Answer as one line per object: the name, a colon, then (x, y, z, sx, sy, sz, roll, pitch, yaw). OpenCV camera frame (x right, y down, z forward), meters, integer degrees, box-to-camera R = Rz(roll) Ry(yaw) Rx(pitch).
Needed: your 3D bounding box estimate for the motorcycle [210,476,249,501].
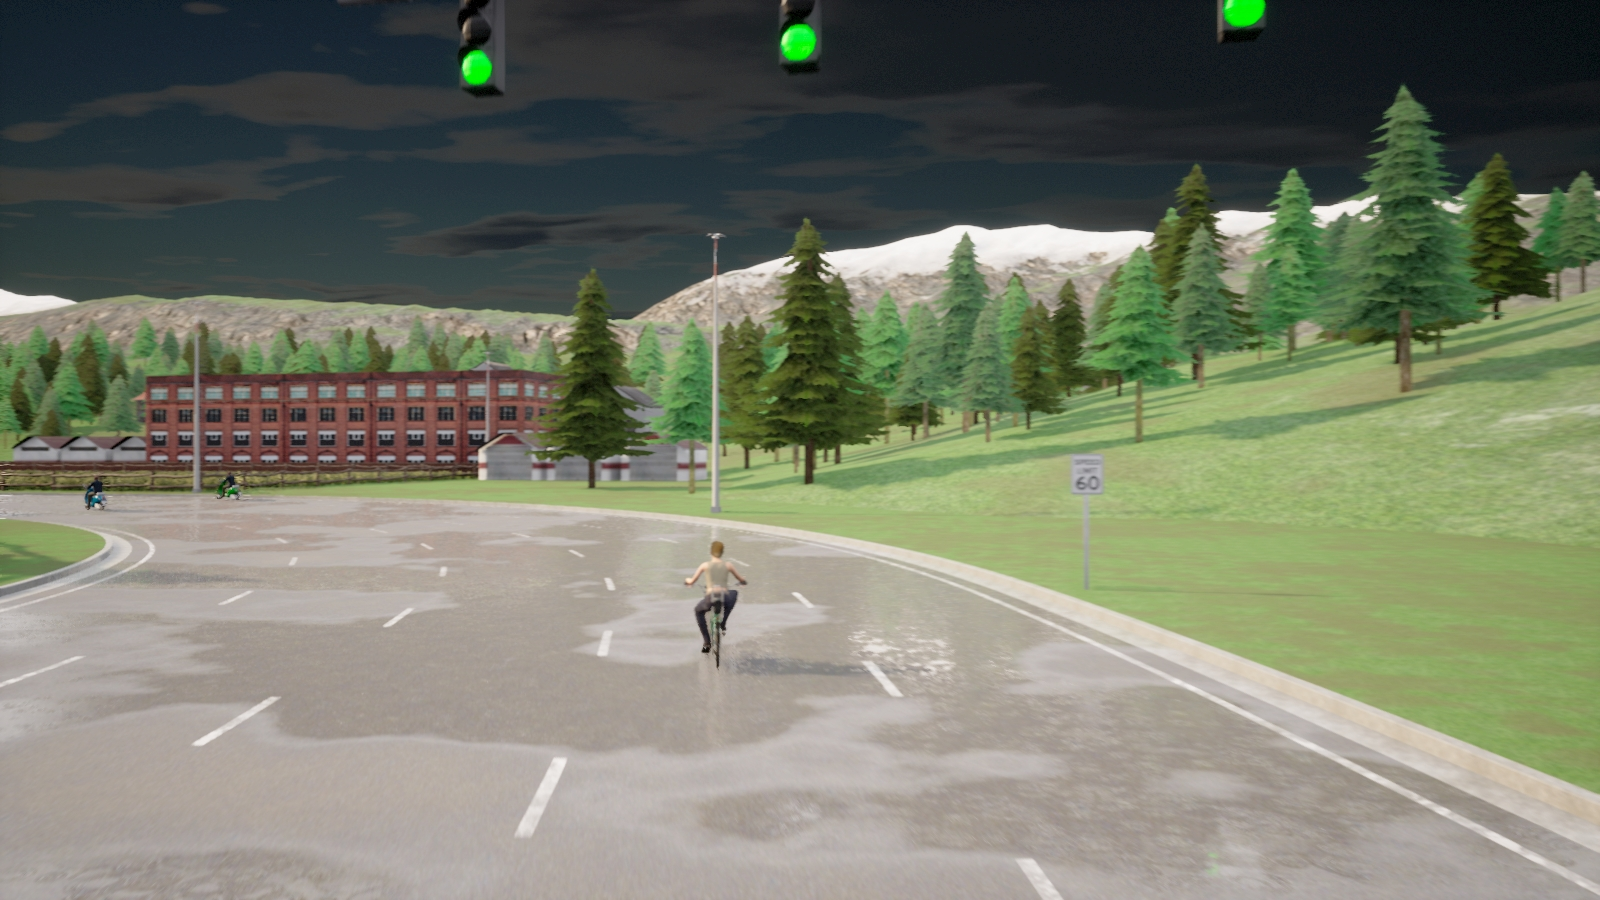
motorcycle: (-31.345, 2.119, 62.768, 1.805, 1.316, 0.856, 0, 3, 21)

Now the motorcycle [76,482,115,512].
motorcycle: (-32.215, 2.127, 52.253, 1.805, 1.316, 0.856, 0, 0, 34)

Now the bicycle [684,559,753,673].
bicycle: (-1.100, 2.147, 15.050, 0.859, 1.276, 1.487, 0, 0, -6)
